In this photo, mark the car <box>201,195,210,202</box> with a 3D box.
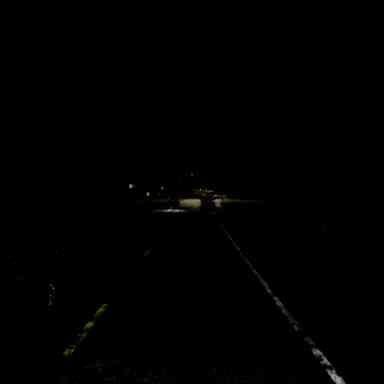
[{"bbox_3d":[3.043,1.411,75.605,1.882,1.535,5.008,0,0,5],"label":"car"}]

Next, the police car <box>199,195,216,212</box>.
[{"bbox_3d":[1.903,1.508,40.007,1.930,1.638,5.238,0,0,2],"label":"police car"}]

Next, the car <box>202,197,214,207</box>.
[{"bbox_3d":[2.712,1.582,55.829,1.882,1.535,5.008,0,0,3],"label":"car"}]

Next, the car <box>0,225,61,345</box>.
[{"bbox_3d":[-3.572,1.359,4.473,2.097,1.767,4.553,0,0,0],"label":"car"}]

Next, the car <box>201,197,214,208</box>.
[{"bbox_3d":[2.385,1.553,50.046,1.801,1.575,5.366,0,0,3],"label":"car"}]

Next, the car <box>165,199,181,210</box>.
[{"bbox_3d":[-2.494,1.634,45.009,2.033,1.411,5.357,0,0,3],"label":"car"}]

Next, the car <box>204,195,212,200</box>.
[{"bbox_3d":[4.257,1.536,89.615,1.895,1.301,4.718,0,0,6],"label":"car"}]
